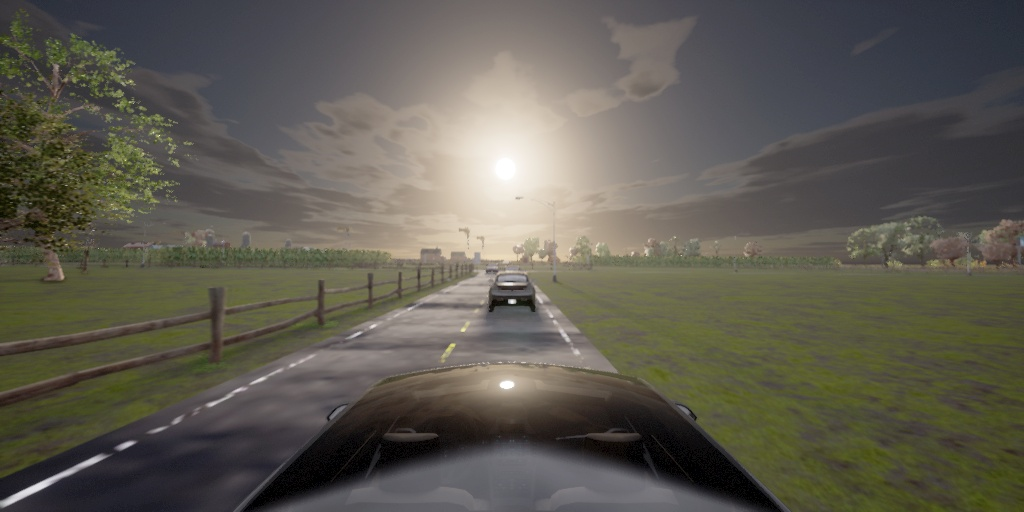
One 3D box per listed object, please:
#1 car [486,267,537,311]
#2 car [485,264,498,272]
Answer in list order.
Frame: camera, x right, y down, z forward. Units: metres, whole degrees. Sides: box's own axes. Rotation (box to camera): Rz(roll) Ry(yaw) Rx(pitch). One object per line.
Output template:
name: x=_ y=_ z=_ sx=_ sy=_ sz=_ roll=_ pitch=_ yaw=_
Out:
car: x=0.021 y=1.403 z=15.366 sx=1.837 sy=1.490 sz=4.892 roll=0 pitch=0 yaw=0
car: x=-2.751 y=1.815 z=51.382 sx=2.033 sy=1.411 sz=5.357 roll=0 pitch=-1 yaw=0
